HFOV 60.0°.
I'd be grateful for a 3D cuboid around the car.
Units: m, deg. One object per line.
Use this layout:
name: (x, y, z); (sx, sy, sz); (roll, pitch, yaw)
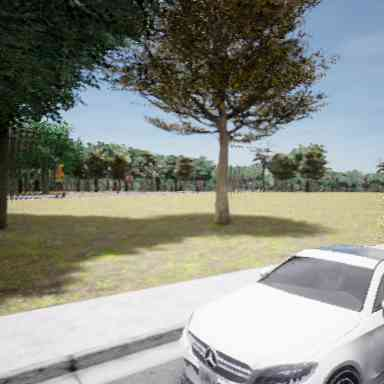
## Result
car: (2.049, 1.527, 4.538); (4.674, 1.442, 1.812); (0, 0, -36)
